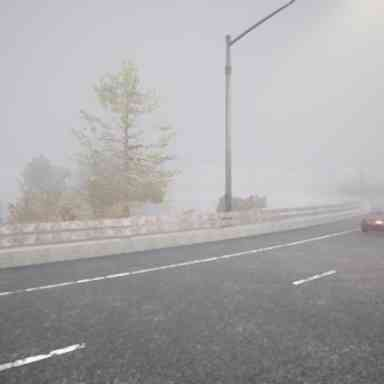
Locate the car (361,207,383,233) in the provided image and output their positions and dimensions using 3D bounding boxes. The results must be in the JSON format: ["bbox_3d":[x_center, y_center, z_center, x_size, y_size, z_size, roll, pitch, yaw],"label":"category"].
[{"bbox_3d":[11.115,1.549,18.741,1.994,1.385,4.181,0,0,44],"label":"car"}]
